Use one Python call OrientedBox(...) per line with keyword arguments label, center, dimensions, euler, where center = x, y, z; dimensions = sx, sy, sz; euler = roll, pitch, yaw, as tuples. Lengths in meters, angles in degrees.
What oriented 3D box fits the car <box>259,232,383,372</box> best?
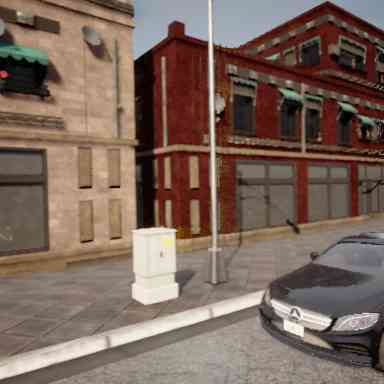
OrientedBox(label="car", center=(3.214, 1.476, 5.673), dimensions=(4.674, 1.442, 1.812), euler=(-1, 1, -35))
